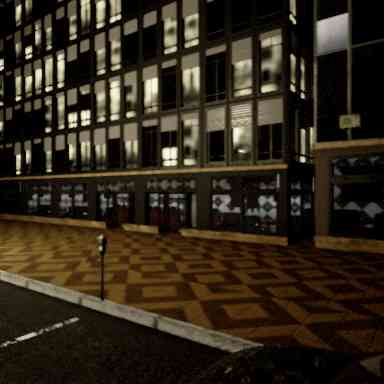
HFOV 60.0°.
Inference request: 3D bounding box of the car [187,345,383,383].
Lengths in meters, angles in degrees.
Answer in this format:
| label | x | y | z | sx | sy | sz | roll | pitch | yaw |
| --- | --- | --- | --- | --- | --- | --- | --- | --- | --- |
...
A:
| label | x | y | z | sx | sy | sz | roll | pitch | yaw |
| --- | --- | --- | --- | --- | --- | --- | --- | --- | --- |
| car | 1.793 | 1.550 | 1.593 | 4.403 | 1.369 | 2.008 | 0 | 0 | 35 |
